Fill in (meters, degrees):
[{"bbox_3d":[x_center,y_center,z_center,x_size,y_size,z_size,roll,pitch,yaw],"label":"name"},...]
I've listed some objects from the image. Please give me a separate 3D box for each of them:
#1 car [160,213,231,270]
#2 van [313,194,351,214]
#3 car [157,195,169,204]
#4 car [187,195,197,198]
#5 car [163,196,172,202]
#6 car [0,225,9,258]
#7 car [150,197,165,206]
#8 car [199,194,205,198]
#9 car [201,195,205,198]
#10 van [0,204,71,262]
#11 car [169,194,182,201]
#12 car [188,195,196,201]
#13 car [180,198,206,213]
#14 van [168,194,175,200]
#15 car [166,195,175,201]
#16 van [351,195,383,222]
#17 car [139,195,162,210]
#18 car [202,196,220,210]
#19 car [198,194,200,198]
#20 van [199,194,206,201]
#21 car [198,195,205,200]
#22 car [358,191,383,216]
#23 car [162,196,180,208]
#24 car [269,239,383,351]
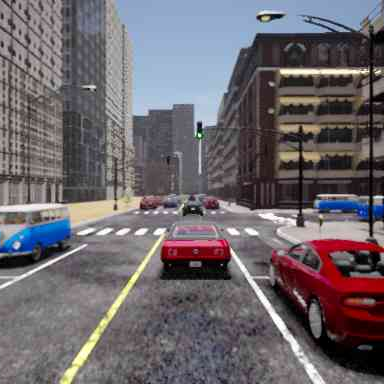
[{"bbox_3d":[0.100,1.602,10.936,1.895,1.301,4.718,0,0,0],"label":"car"},{"bbox_3d":[13.708,1.120,31.757,3.998,1.788,1.690,-1,1,0],"label":"van"},{"bbox_3d":[-5.695,1.486,66.313,1.967,1.590,4.097,0,0,0],"label":"car"},{"bbox_3d":[0.001,1.550,74.085,1.837,1.490,4.892,0,0,0],"label":"car"},{"bbox_3d":[-5.695,1.588,77.197,1.752,1.417,4.829,0,0,0],"label":"car"},{"bbox_3d":[-5.695,1.567,6.289,1.947,1.339,4.313,0,0,0],"label":"car"},{"bbox_3d":[-5.694,1.577,55.257,1.887,1.381,4.507,0,0,0],"label":"car"},{"bbox_3d":[2.685,1.472,55.256,1.967,1.590,4.097,0,0,0],"label":"car"},{"bbox_3d":[2.686,1.571,49.728,1.887,1.381,4.507,0,0,0],"label":"car"},{"bbox_3d":[-5.696,1.343,11.812,1.690,1.788,3.998,0,0,0],"label":"van"},{"bbox_3d":[-3.022,1.535,63.808,2.128,1.511,4.902,0,0,1],"label":"car"},{"bbox_3d":[0.001,1.425,84.507,1.837,1.490,4.892,0,0,0],"label":"car"},{"bbox_3d":[0.101,1.577,33.737,1.994,1.385,4.181,0,0,0],"label":"car"},{"bbox_3d":[-5.695,1.432,93.951,1.690,1.788,3.998,0,0,0],"label":"van"},{"bbox_3d":[-5.694,1.626,88.423,1.887,1.381,4.507,0,0,0],"label":"car"},{"bbox_3d":[13.730,1.157,23.377,3.998,1.788,1.690,-1,1,0],"label":"van"},{"bbox_3d":[-5.696,1.337,44.202,2.192,1.841,5.009,0,0,0],"label":"car"},{"bbox_3d":[2.685,1.567,44.201,1.887,1.381,4.507,0,0,0],"label":"car"},{"bbox_3d":[2.686,1.620,71.839,1.947,1.339,4.313,0,0,0],"label":"car"},{"bbox_3d":[2.686,1.422,88.422,1.690,1.788,3.998,0,0,0],"label":"van"},{"bbox_3d":[2.687,1.635,93.950,1.887,1.381,4.507,0,0,0],"label":"car"},{"bbox_3d":[17.924,0.953,29.206,5.566,2.045,2.150,-1,0,0],"label":"car"},{"bbox_3d":[-3.082,1.626,47.973,1.895,1.301,4.718,0,0,0],"label":"car"},{"bbox_3d":[2.685,1.545,6.288,1.887,1.381,4.507,0,0,0],"label":"car"}]
